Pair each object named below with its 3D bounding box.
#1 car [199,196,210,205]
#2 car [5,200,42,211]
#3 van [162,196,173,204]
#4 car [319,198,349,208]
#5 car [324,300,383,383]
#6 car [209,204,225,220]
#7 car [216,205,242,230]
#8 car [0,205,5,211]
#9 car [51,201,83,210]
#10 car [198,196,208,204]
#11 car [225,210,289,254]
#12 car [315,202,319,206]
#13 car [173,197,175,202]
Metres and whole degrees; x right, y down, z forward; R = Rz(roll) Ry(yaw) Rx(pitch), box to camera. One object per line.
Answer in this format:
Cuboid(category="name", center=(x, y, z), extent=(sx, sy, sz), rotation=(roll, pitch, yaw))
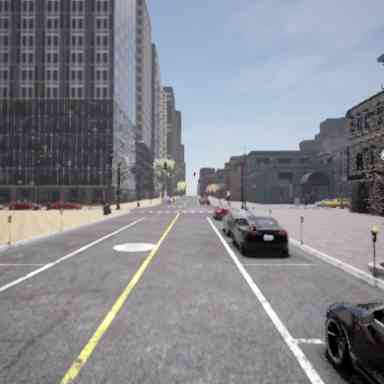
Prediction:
Cuboid(category="car", center=(2.702, 1.874, 68.204), extent=(1.967, 1.590, 4.097), rotation=(1, 0, 0))
Cuboid(category="car", center=(-23.112, 1.872, 46.424), extent=(4.097, 1.590, 1.967), rotation=(-1, -1, 1))
Cuboid(category="van", center=(-5.676, 1.809, 73.839), extent=(1.690, 1.788, 3.998), rotation=(1, 0, 0))
Cuboid(category="car", center=(20.681, 1.537, 46.007), extent=(4.829, 1.417, 1.752), rotation=(-1, -1, 1))
Cuboid(category="car", center=(2.702, 1.586, 2.856), extent=(1.947, 1.339, 4.313), rotation=(1, 0, 0))
Cuboid(category="car", center=(2.824, 1.780, 30.241), extent=(1.802, 1.307, 4.206), rotation=(1, 0, 0))
Cuboid(category="car", center=(2.702, 1.678, 19.289), extent=(2.008, 1.369, 4.403), rotation=(1, 0, 0))
Cuboid(category="car", center=(-28.624, 2.010, 46.476), extent=(4.829, 1.417, 1.752), rotation=(-1, -1, 1))
Cuboid(category="car", center=(-17.428, 1.959, 46.368), extent=(4.206, 1.307, 1.802), rotation=(-1, -1, 1))
Cuboid(category="car", center=(2.704, 1.818, 79.552), extent=(2.192, 1.841, 5.009), rotation=(1, 0, 0))
Cuboid(category="car", center=(2.701, 1.657, 13.811), extent=(1.947, 1.339, 4.313), rotation=(1, 0, 0))
Cuboid(category="car", center=(20.691, 1.664, 48.700), extent=(4.718, 1.301, 1.895), rotation=(-1, -1, 1))
Cuboid(category="car", center=(-5.680, 2.061, 85.016), extent=(1.752, 1.417, 4.829), rotation=(1, 0, 0))
